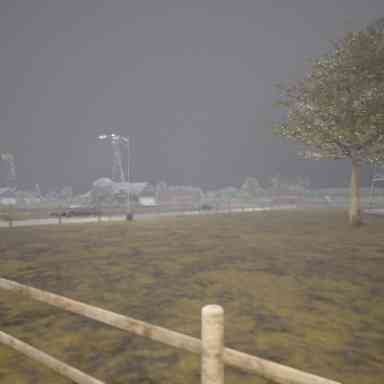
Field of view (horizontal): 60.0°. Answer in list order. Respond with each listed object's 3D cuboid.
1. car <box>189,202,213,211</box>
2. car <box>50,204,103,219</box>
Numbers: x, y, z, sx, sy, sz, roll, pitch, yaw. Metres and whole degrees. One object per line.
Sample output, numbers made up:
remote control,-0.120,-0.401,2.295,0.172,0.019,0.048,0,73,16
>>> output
car,1.464,2.330,53.389,1.837,1.490,4.892,-2,-3,36
car,-11.917,1.982,34.721,2.033,1.411,5.357,-2,-2,36
